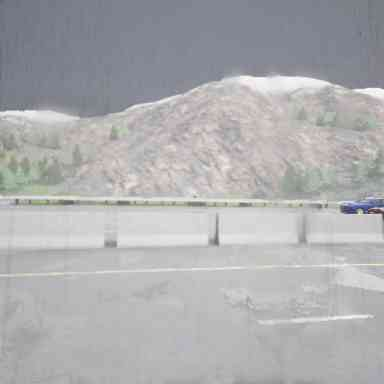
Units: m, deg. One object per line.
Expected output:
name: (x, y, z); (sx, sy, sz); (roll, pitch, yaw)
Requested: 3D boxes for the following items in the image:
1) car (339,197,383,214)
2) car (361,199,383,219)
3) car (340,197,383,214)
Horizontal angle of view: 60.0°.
car: (16.290, 1.224, 30.741); (4.674, 1.442, 1.812); (1, 1, -5)
car: (15.038, 1.430, 23.617); (4.718, 1.301, 1.895); (1, 1, -6)
car: (14.653, 1.218, 27.069); (5.008, 1.535, 1.882); (1, 1, -6)
